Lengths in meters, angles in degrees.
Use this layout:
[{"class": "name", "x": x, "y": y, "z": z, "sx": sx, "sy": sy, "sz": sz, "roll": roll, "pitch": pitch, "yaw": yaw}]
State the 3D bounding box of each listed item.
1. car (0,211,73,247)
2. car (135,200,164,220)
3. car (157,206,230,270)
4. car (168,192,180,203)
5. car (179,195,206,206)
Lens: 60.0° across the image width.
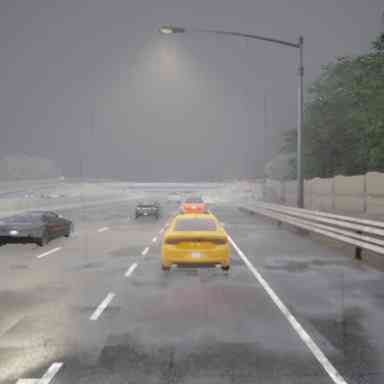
[{"class": "car", "x": -6.879, "y": 1.530, "z": 14.867, "sx": 1.994, "sy": 1.385, "sz": 4.181, "roll": 0, "pitch": 0, "yaw": 0}, {"class": "car", "x": -3.431, "y": 1.422, "z": 27.169, "sx": 2.128, "sy": 1.511, "sz": 4.902, "roll": 0, "pitch": 0, "yaw": 0}, {"class": "car", "x": 0.112, "y": 1.456, "z": 10.956, "sx": 1.882, "sy": 1.535, "sz": 5.008, "roll": 0, "pitch": 0, "yaw": 0}, {"class": "car", "x": -3.254, "y": 1.050, "z": 62.366, "sx": 2.150, "sy": 2.045, "sz": 5.566, "roll": 0, "pitch": 0, "yaw": 0}, {"class": "car", "x": 0.182, "y": 1.277, "z": 28.917, "sx": 2.097, "sy": 1.767, "sz": 4.553, "roll": 0, "pitch": 0, "yaw": 0}]
